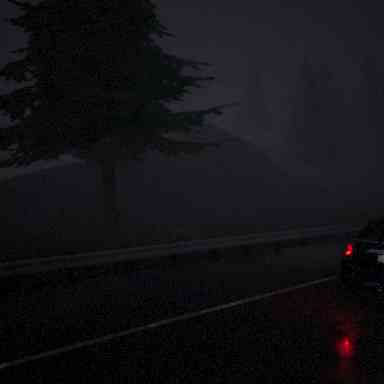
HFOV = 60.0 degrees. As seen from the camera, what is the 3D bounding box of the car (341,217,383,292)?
[{"bbox_3d":[5.437,1.282,7.486,4.553,1.767,2.097,0,0,-34],"label":"car"}]
